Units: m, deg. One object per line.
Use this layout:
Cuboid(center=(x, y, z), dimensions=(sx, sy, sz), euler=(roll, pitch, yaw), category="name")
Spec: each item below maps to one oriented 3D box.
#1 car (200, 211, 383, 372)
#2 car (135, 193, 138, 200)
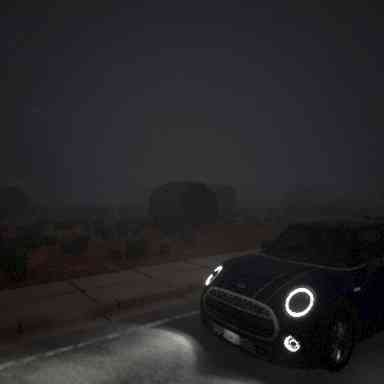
Cuboid(center=(2.325, 1.282, 5.704), dimensions=(4.553, 1.767, 2.097), euler=(-1, 1, -36), category="car")
Cuboid(center=(-11.220, 0.717, 73.356), dimensions=(1.905, 1.878, 3.866), euler=(5, 3, 7), category="car")
